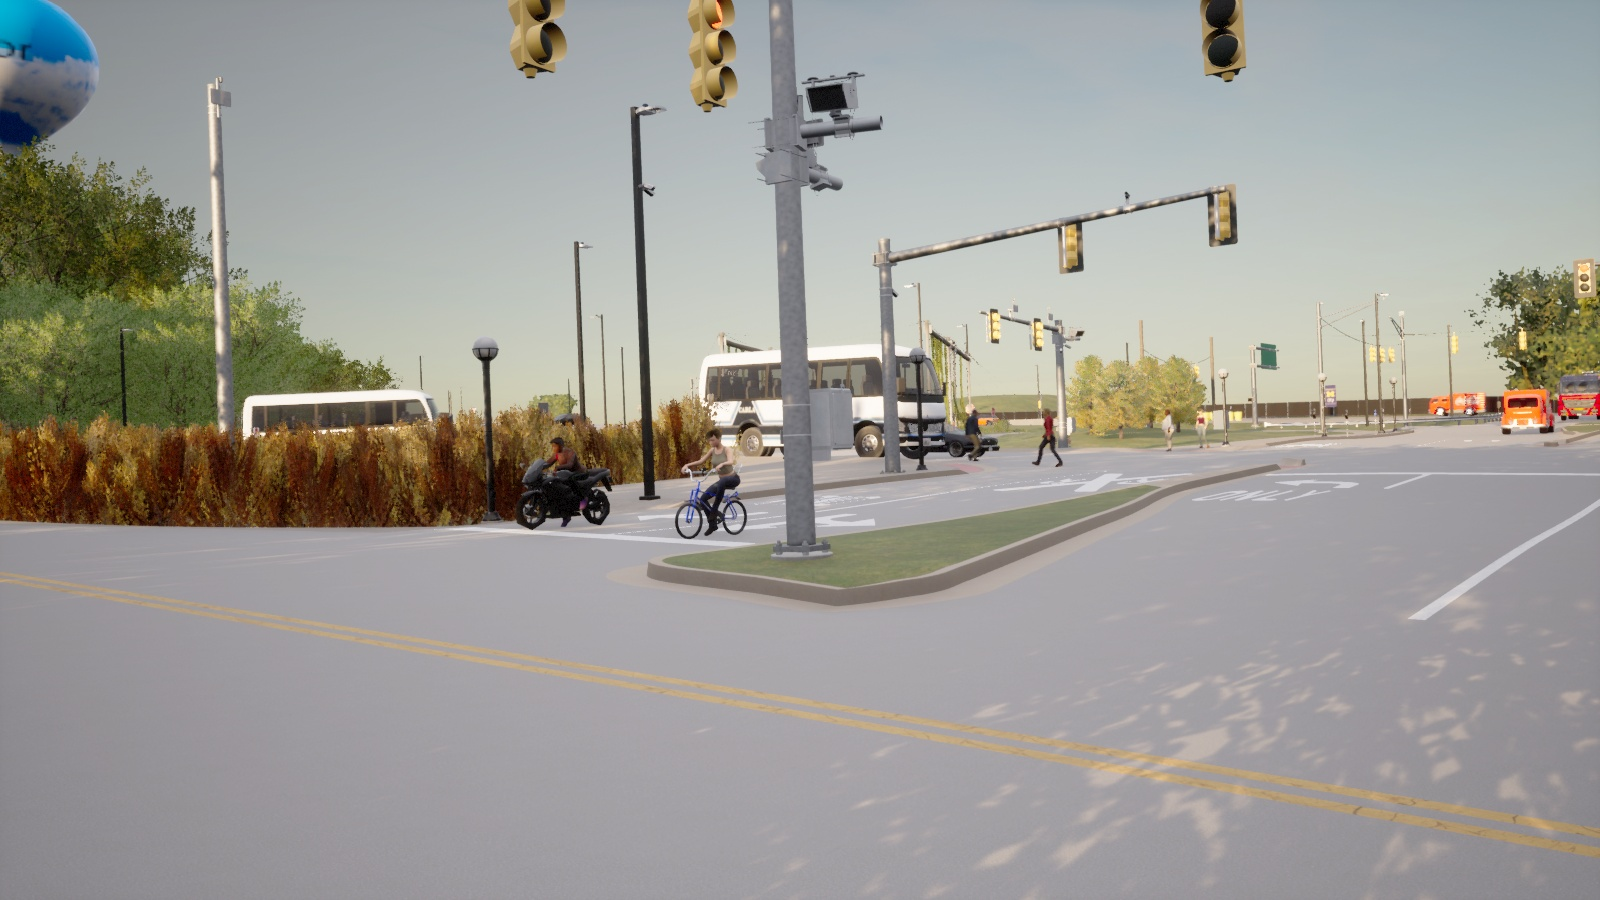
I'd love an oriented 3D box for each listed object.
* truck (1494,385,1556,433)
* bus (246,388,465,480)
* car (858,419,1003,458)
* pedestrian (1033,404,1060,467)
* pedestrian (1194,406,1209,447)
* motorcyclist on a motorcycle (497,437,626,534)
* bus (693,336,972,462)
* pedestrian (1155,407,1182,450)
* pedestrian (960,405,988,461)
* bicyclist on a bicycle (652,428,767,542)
[{"bbox_3d":[40.532,-2.296,70.157,2.627,2.467,5.204,-2,1,34],"label":"truck"},{"bbox_3d":[-23.564,-0.907,67.245,10.273,4.253,3.944,-3,2,-8],"label":"bus"},{"bbox_3d":[5.066,-0.436,49.106,5.357,1.411,2.033,0,1,37],"label":"car"},{"bbox_3d":[7.356,-0.439,37.453,0.636,1.846,0.331,-3,0,39],"label":"pedestrian"},{"bbox_3d":[18.417,-1.086,57.598,0.345,1.836,0.594,-3,0,42],"label":"pedestrian"},{"bbox_3d":[-3.959,0.559,20.983,0.797,1.523,2.044,-1,0,39],"label":"motorcyclist on a motorcycle"},{"bbox_3d":[1.024,-1.755,47.453,10.273,4.253,3.944,0,1,41],"label":"bus"},{"bbox_3d":[16.113,-0.936,54.907,0.900,1.855,0.874,-3,0,27],"label":"pedestrian"},{"bbox_3d":[5.769,-0.558,41.645,0.726,1.842,0.402,-2,0,-29],"label":"pedestrian"},{"bbox_3d":[-1.329,0.497,18.664,0.866,1.612,1.509,-1,0,41],"label":"bicyclist on a bicycle"}]
